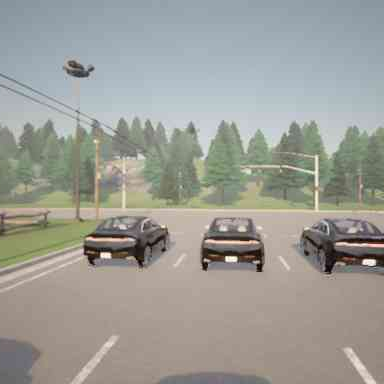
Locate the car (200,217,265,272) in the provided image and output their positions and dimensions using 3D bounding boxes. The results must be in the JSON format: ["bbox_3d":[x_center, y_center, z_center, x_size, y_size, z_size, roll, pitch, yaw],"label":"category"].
[{"bbox_3d":[1.388,1.595,11.289,2.128,1.511,4.902,0,0,8],"label":"car"}]

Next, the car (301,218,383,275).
[{"bbox_3d":[4.867,1.602,10.896,2.128,1.511,4.902,0,0,8],"label":"car"}]

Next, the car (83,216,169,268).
[{"bbox_3d":[-2.083,1.587,11.743,2.128,1.511,4.902,0,0,8],"label":"car"}]
